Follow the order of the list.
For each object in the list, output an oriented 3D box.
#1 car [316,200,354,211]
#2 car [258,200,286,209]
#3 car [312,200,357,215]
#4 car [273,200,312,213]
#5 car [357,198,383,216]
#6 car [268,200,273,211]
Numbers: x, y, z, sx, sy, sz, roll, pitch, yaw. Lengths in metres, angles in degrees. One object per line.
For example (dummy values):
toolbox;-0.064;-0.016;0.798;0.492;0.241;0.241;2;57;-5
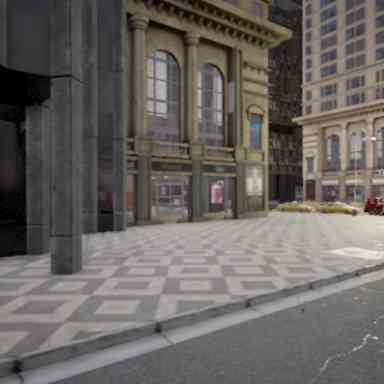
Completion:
car;19.437;1.804;45.310;1.947;1.339;4.313;-1;0;-35
car;13.029;1.947;54.348;1.947;1.339;4.313;-1;0;-35
car;15.789;1.730;35.714;1.752;1.417;4.829;-1;0;-35
car;12.585;1.803;40.233;1.752;1.417;4.829;-1;0;-35
car;18.891;1.447;31.333;2.192;1.841;5.009;-1;0;-35
car;9.284;1.919;44.891;1.947;1.339;4.313;-1;0;-35
